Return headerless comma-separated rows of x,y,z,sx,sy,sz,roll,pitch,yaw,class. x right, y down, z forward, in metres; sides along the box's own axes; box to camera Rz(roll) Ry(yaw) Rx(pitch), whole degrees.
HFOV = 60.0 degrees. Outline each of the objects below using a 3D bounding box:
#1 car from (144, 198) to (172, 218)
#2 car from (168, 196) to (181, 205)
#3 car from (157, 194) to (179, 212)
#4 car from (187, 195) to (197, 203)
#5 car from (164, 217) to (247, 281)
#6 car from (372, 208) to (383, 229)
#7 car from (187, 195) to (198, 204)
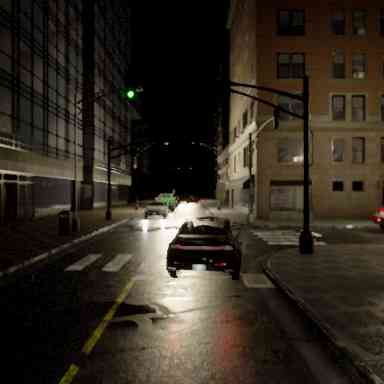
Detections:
-3.105,1.522,29.712,1.812,1.442,4.674,0,0,0,car
-3.077,1.480,59.442,2.128,1.511,4.902,0,0,0,car
-3.089,1.215,39.166,2.150,2.045,5.566,0,0,1,car
-0.024,1.510,71.126,2.128,1.511,4.902,0,0,0,car
0.571,1.492,9.925,2.128,1.511,4.902,0,0,10,car
13.085,1.184,18.442,5.566,2.045,2.150,0,0,0,car
0.079,1.340,61.433,2.097,1.767,4.553,0,0,0,car
